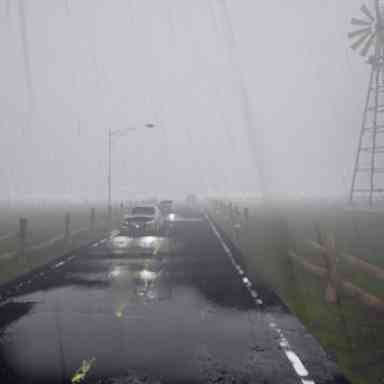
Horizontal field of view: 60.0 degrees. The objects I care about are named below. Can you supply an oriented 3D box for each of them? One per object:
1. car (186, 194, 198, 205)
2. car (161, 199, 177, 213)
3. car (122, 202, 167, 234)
[{"bbox_3d":[-0.009,1.315,62.799,2.150,2.045,5.566,0,0,0],"label":"car"},{"bbox_3d":[-2.755,1.586,36.943,1.837,1.490,4.892,0,0,0],"label":"car"},{"bbox_3d":[-2.787,1.531,19.548,1.837,1.490,4.892,0,0,0],"label":"car"}]
